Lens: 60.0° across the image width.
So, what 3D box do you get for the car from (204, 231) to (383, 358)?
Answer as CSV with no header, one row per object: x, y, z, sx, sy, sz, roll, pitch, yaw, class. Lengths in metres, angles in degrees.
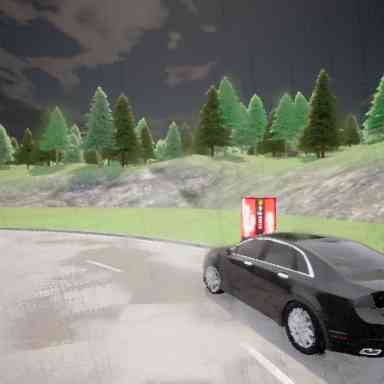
1.836,1.506,6.249,1.837,1.490,4.892,1,0,-22,car

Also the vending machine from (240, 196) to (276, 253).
2.591,1.195,12.978,1.100,2.100,0.880,0,0,-40,vending machine
